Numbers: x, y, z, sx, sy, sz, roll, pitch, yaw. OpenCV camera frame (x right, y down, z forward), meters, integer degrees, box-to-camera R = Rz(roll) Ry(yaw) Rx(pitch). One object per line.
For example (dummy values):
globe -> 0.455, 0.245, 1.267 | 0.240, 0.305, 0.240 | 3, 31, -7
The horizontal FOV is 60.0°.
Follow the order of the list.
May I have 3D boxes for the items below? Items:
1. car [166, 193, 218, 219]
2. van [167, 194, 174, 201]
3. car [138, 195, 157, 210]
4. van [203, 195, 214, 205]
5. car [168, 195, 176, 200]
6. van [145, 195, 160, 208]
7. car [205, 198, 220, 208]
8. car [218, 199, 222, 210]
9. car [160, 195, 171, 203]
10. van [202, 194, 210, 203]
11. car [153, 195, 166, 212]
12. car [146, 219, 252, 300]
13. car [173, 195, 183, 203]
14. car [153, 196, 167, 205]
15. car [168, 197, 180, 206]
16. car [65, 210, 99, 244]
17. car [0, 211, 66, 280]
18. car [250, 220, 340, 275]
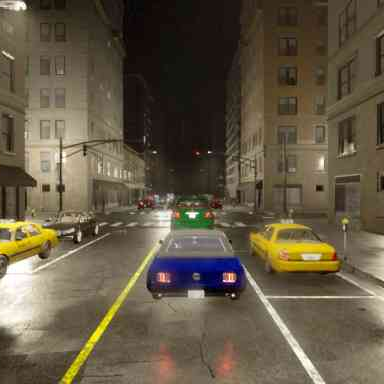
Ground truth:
car -> 0.018, 1.224, 18.125 | 2.150, 2.045, 5.566 | 0, 0, 0
van -> -5.583, 1.379, 86.447 | 1.690, 1.788, 3.998 | 0, 0, 0
car -> -5.627, 1.329, 42.435 | 2.192, 1.841, 5.009 | 0, 0, 0
van -> 2.915, 1.364, 58.930 | 1.690, 1.788, 3.998 | 0, 0, 0
car -> -5.577, 1.592, 91.947 | 2.008, 1.369, 4.403 | 0, 0, 0
van -> -5.622, 1.358, 47.936 | 1.690, 1.788, 3.998 | 0, 0, 0
car -> 2.904, 1.583, 47.927 | 1.947, 1.339, 4.313 | 0, 0, 0
car -> 2.899, 1.558, 42.426 | 1.887, 1.381, 4.507 | 0, 0, 0
car -> -5.599, 1.469, 69.942 | 1.967, 1.590, 4.097 | 0, 0, 0
van -> 2.926, 1.370, 69.933 | 1.690, 1.788, 3.998 | 0, 0, 0
car -> -3.025, 1.504, 39.646 | 2.128, 1.511, 4.902 | 0, 0, -1
car -> 0.091, 1.601, 8.358 | 1.895, 1.301, 4.718 | 0, 0, 0
car -> -2.929, 1.505, 71.637 | 1.882, 1.535, 5.008 | 0, 0, 0
car -> -5.611, 1.463, 58.939 | 1.967, 1.590, 4.097 | 0, 0, 0
car -> -3.029, 1.622, 56.514 | 1.895, 1.301, 4.718 | 0, 0, 0
car -> -5.653, 1.553, 15.661 | 2.008, 1.369, 4.403 | 0, 0, 0
car -> -5.659, 1.526, 9.966 | 1.752, 1.417, 4.829 | 0, 0, 0
car -> 2.867, 1.526, 10.297 | 1.752, 1.417, 4.829 | 0, 0, 0
